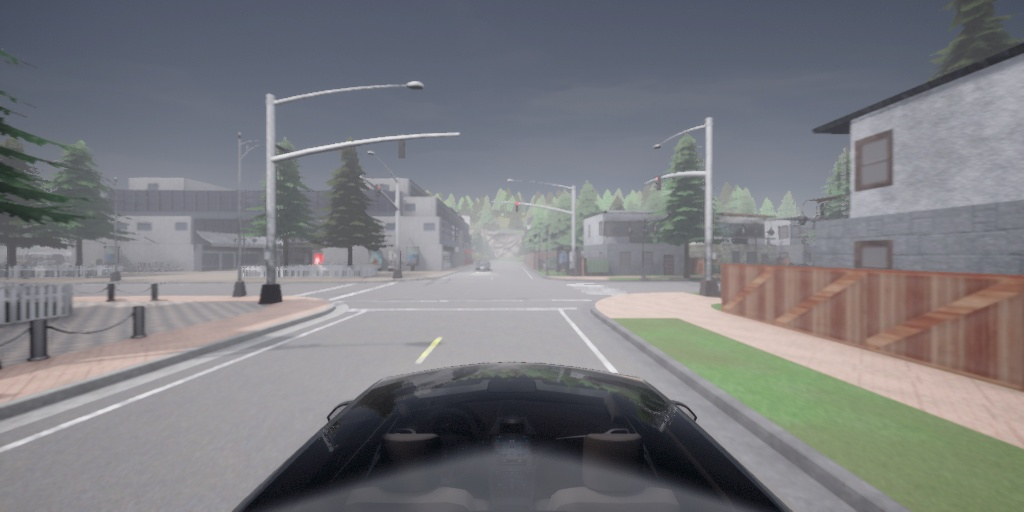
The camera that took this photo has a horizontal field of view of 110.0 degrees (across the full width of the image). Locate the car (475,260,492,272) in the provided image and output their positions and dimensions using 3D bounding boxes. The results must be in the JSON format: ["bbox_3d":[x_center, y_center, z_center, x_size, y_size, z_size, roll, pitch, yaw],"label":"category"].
[{"bbox_3d":[-3.497,1.217,44.550,2.128,1.511,4.902,0,1,0],"label":"car"}]
